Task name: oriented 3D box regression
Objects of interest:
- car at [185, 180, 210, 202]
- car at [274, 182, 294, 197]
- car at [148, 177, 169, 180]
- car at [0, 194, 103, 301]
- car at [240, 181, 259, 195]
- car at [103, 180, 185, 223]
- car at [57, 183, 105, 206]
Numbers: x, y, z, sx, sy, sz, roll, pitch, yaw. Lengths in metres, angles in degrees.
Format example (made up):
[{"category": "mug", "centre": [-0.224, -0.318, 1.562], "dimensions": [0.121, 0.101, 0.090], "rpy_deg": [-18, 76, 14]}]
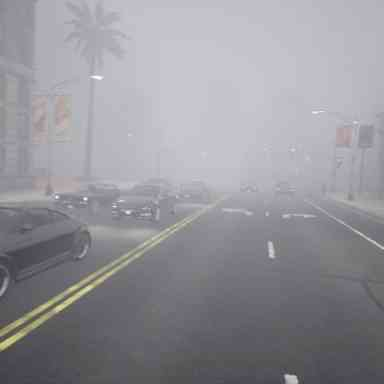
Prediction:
[{"category": "car", "centre": [0.193, -0.121, 24.956], "dimensions": [1.812, 1.442, 4.674], "rpy_deg": [3, 4, 12]}, {"category": "car", "centre": [9.372, -0.288, 33.765], "dimensions": [2.033, 1.411, 5.357], "rpy_deg": [3, 4, 14]}, {"category": "car", "centre": [-2.837, -0.430, 27.430], "dimensions": [1.837, 1.490, 4.892], "rpy_deg": [3, 4, 12]}, {"category": "car", "centre": [-3.728, 0.952, 6.552], "dimensions": [1.994, 1.385, 4.181], "rpy_deg": [3, 4, 11]}, {"category": "car", "centre": [6.265, -0.501, 35.861], "dimensions": [1.895, 1.301, 4.718], "rpy_deg": [3, 4, 12]}, {"category": "car", "centre": [-1.936, 0.408, 15.139], "dimensions": [1.837, 1.490, 4.892], "rpy_deg": [3, 4, 12]}, {"category": "car", "centre": [-5.066, 0.236, 17.250], "dimensions": [1.895, 1.301, 4.718], "rpy_deg": [3, 4, 12]}]
